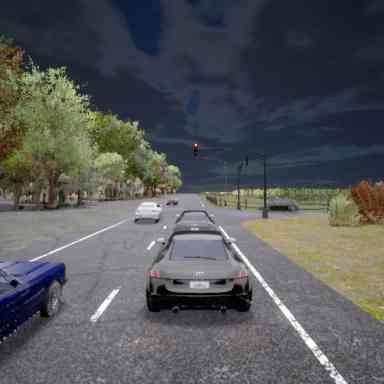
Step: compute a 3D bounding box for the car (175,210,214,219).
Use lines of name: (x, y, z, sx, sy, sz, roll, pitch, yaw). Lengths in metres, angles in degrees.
car: (0.132, 1.568, 16.119, 1.994, 1.385, 4.181, 0, 0, 0)

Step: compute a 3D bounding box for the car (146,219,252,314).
car: (0.118, 1.566, 7.719, 1.994, 1.385, 4.181, 0, 0, 0)

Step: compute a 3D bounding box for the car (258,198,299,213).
car: (10.116, 1.530, 39.024, 4.553, 1.767, 2.097, 0, -1, 10)

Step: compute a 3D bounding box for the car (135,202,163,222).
car: (-3.344, 1.531, 26.336, 1.812, 1.442, 4.674, 0, 0, 0)

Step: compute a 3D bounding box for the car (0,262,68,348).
car: (-3.391, 1.602, 4.489, 1.895, 1.301, 4.718, 0, 0, 0)

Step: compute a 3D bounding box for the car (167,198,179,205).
car: (-3.282, 1.605, 57.744, 1.895, 1.301, 4.718, 0, 0, 0)
